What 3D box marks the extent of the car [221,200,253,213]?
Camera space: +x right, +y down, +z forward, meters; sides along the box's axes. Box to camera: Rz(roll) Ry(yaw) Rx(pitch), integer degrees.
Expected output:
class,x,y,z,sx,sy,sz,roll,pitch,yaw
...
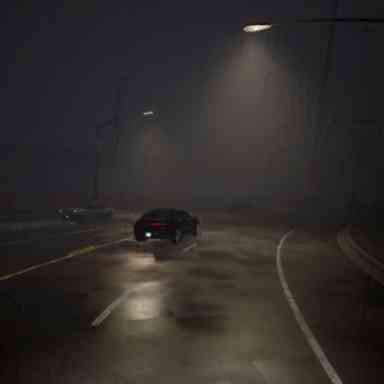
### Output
class,x,y,z,sx,sy,sz,roll,pitch,yaw
car,5.465,1.785,40.481,2.128,1.511,4.902,0,-1,44

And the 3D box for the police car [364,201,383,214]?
class,x,y,z,sx,sy,sz,roll,pitch,yaw
police car,23.928,1.918,41.388,5.238,1.638,1.930,1,-1,-36

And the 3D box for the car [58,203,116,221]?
class,x,y,z,sx,sy,sz,roll,pitch,yaw
car,-8.278,1.549,26.570,1.895,1.301,4.718,1,-1,26

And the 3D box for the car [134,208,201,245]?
class,x,y,z,sx,sy,sz,roll,pitch,yaw
car,-1.013,1.519,15.896,1.837,1.490,4.892,-1,-1,19

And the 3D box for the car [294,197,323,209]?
class,x,y,z,sx,sy,sz,roll,pitch,yaw
car,20.007,1.903,56.924,5.566,2.045,2.150,1,-1,-34

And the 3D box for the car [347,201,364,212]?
class,x,y,z,sx,sy,sz,roll,pitch,yaw
car,23.920,2.057,47.031,4.902,1.511,2.128,1,-1,-32
